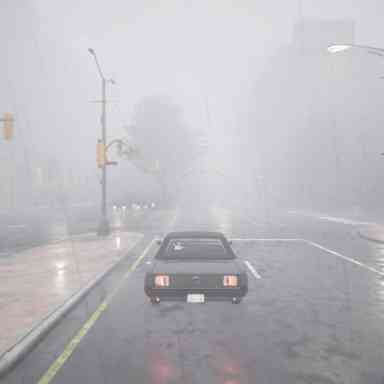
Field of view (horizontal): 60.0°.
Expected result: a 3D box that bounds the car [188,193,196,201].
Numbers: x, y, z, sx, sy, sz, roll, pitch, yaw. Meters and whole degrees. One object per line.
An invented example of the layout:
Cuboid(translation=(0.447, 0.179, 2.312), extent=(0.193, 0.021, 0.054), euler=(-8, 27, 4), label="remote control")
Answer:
Cuboid(translation=(-0.005, 1.540, 85.770), extent=(2.033, 1.411, 5.357), euler=(0, 0, 0), label="car")

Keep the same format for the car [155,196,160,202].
Cuboid(translation=(-8.033, 1.564, 65.712), extent=(1.994, 1.385, 4.181), euler=(0, 0, 1), label="car")

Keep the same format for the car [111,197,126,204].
Cuboid(translation=(-14.753, 1.595, 66.783), extent=(1.895, 1.301, 4.718), euler=(0, 0, 0), label="car")

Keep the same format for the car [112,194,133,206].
Cuboid(translation=(-11.591, 1.526, 55.076), extent=(1.812, 1.442, 4.674), euler=(0, 0, 0), label="car")

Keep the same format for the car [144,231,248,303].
Cuboid(translation=(0.074, 1.601, 8.130), extent=(1.895, 1.301, 4.718), euler=(0, 0, 0), label="car")

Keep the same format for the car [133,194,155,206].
Cuboid(translation=(-8.091, 1.547, 56.476), extent=(2.033, 1.411, 5.357), euler=(0, 0, 0), label="car")

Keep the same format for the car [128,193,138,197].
Cuboid(translation=(-11.541, 1.221, 64.489), extent=(2.150, 2.045, 5.566), euler=(0, 0, 1), label="car")

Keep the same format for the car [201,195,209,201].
Cuboid(translation=(3.495, 1.595, 86.948), extent=(1.895, 1.301, 4.718), euler=(0, 0, 0), label="car")

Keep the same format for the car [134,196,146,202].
Cuboid(translation=(-11.504, 1.553, 74.373), extent=(1.994, 1.385, 4.181), euler=(0, 0, 0), label="car")

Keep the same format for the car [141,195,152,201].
Cuboid(translation=(-11.504, 1.525, 84.606), extent=(2.128, 1.511, 4.902), euler=(0, 0, 0), label="car")
